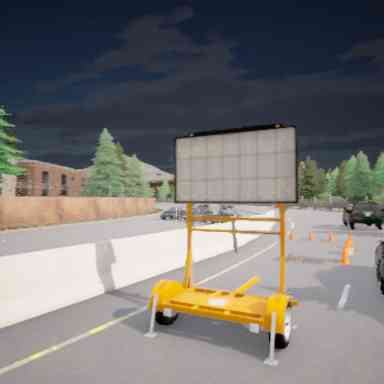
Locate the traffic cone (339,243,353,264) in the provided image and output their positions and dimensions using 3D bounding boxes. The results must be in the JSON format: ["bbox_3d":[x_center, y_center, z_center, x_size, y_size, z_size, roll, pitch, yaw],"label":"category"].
[{"bbox_3d":[5.406,2.213,11.760,0.340,0.580,0.340,-1,-1,28],"label":"traffic cone"}]

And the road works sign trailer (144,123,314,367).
[{"bbox_3d":[0.832,0.610,6.288,2.380,3.560,2.880,-1,-1,28],"label":"road works sign trailer"}]

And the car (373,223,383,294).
[{"bbox_3d":[6.025,1.753,8.807,1.994,1.385,4.181,-1,-1,28],"label":"car"}]

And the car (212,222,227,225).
[{"bbox_3d":[3.033,2.253,28.883,1.895,1.301,4.718,-1,-1,18],"label":"car"}]

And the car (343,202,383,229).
[{"bbox_3d":[13.456,1.790,26.450,2.150,2.045,5.566,0,-1,18],"label":"car"}]

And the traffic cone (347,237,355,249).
[{"bbox_3d":[6.335,2.251,13.530,0.340,0.580,0.340,-1,-1,28],"label":"traffic cone"}]

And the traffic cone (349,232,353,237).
[{"bbox_3d":[7.265,2.288,15.301,0.340,0.580,0.340,-1,-1,28],"label":"traffic cone"}]
